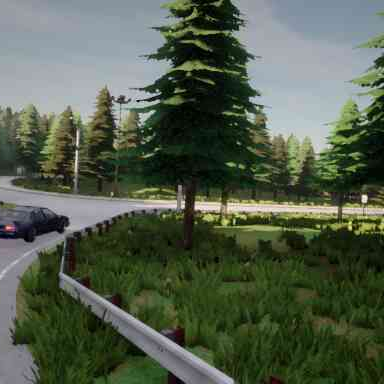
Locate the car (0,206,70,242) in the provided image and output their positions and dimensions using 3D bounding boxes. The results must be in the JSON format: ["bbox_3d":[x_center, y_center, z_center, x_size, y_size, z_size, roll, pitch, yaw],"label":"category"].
[{"bbox_3d":[-7.603,1.372,15.585,2.033,1.411,5.357,4,1,3],"label":"car"}]
